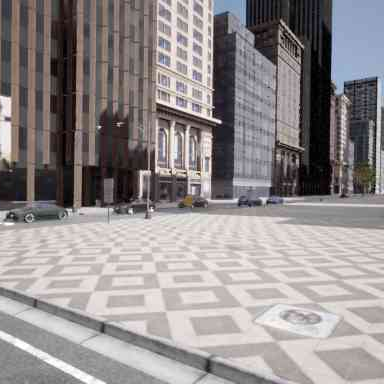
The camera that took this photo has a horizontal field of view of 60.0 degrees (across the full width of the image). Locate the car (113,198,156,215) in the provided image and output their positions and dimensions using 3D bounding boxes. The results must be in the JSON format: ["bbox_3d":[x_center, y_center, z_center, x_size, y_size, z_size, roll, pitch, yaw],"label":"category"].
[{"bbox_3d":[-5.674,1.373,33.115,1.837,1.490,4.892,1,1,35],"label":"car"}]

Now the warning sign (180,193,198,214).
[{"bbox_3d":[-0.265,1.077,30.688,1.300,1.860,1.060,1,1,35],"label":"warning sign"}]

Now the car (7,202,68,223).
[{"bbox_3d":[-11.470,1.470,24.932,1.994,1.385,4.181,1,1,35],"label":"car"}]

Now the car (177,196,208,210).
[{"bbox_3d":[0.177,1.332,41.371,1.837,1.490,4.892,1,1,35],"label":"car"}]

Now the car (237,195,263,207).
[{"bbox_3d":[8.342,1.193,47.469,2.097,1.767,4.553,1,1,36],"label":"car"}]

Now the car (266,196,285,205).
[{"bbox_3d":[13.943,1.362,55.474,1.994,1.385,4.181,1,1,35],"label":"car"}]
